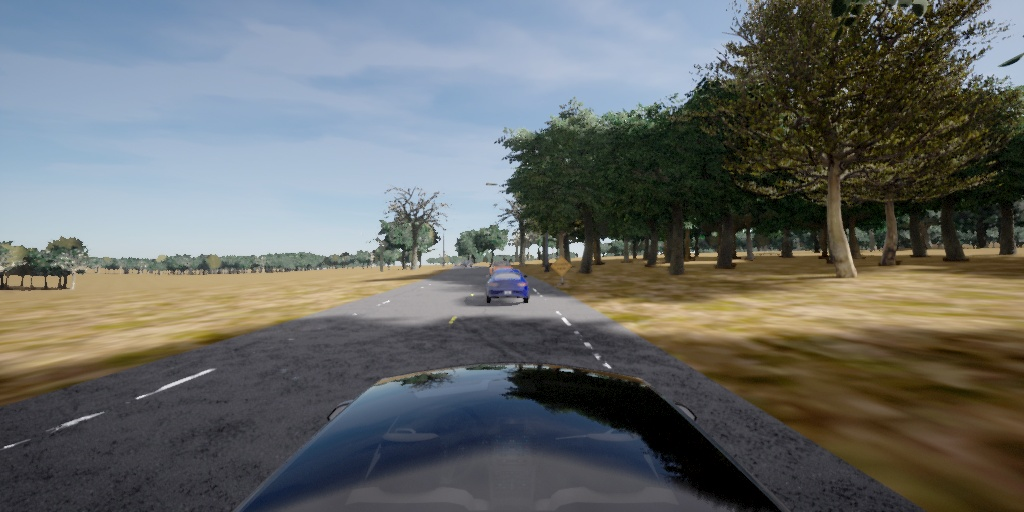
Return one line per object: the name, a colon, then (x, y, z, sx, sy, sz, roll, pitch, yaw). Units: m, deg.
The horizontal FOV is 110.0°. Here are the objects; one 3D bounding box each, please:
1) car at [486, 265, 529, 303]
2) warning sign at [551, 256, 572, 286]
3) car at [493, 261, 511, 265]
car: (-0.233, 1.301, 16.594, 1.812, 1.442, 4.674, 0, 0, -2)
warning sign: (3.114, 0.902, 22.191, 1.300, 1.860, 1.060, 0, 0, -2)
car: (-0.928, 1.183, 31.617, 2.097, 1.767, 4.553, 0, 0, -4)
